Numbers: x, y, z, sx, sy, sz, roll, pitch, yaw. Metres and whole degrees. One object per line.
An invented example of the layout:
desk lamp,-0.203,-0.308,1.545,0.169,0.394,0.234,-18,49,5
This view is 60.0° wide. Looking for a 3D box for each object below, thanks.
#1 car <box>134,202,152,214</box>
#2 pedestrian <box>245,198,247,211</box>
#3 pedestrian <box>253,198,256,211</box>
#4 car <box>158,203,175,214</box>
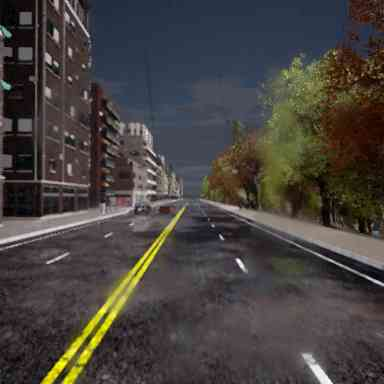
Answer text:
car,-6.546,2.104,44.487,2.128,1.511,4.902,0,-1,1
pedestrian,7.999,1.819,49.179,0.375,1.860,0.375,0,-1,0
pedestrian,8.999,1.802,47.979,0.375,1.860,0.375,0,-1,0
car,-3.299,2.175,44.336,1.994,1.385,4.181,0,-1,1
